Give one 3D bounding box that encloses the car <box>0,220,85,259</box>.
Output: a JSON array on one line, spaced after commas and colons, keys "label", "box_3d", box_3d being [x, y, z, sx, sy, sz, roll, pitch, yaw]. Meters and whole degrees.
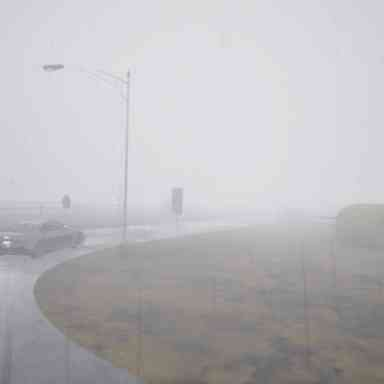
[{"label": "car", "box_3d": [-6.387, 1.879, 14.235, 1.994, 1.385, 4.181, 1, -1, 12]}]
